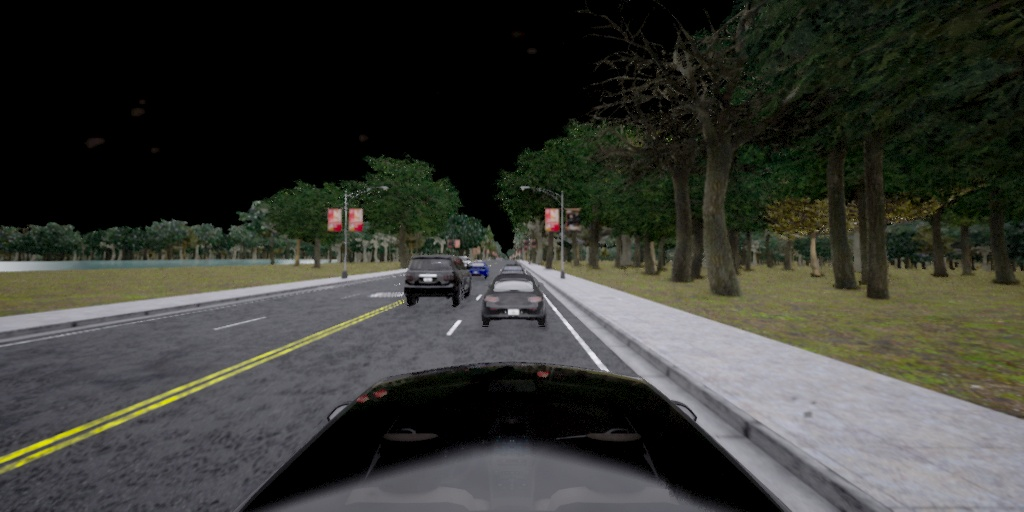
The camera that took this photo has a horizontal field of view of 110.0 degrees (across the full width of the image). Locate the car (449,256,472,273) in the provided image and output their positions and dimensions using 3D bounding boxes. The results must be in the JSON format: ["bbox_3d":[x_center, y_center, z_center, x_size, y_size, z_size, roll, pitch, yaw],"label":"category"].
[{"bbox_3d":[-6.587,1.048,46.545,2.150,2.045,5.566,0,0,0],"label":"car"}]

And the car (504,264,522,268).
[{"bbox_3d":[0.066,1.340,27.215,2.033,1.411,5.357,0,0,0],"label":"car"}]

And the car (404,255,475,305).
[{"bbox_3d":[-3.164,0.994,16.202,2.150,2.045,5.566,0,0,0],"label":"car"}]

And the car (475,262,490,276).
[{"bbox_3d":[-3.160,1.281,33.890,1.882,1.535,5.008,0,0,0],"label":"car"}]

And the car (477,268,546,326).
[{"bbox_3d":[0.062,1.292,11.642,1.812,1.442,4.674,0,0,1],"label":"car"}]
